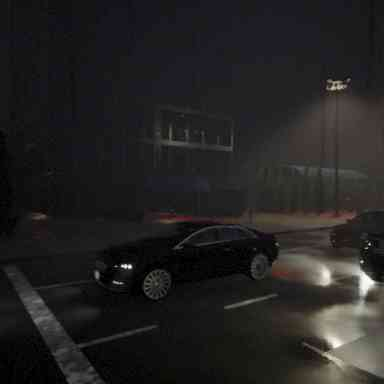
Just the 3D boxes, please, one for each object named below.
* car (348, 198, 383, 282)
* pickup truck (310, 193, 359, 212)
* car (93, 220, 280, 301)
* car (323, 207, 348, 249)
[{"bbox_3d":[6.690,1.246,8.681,5.566,2.045,2.150,0,0,-35],"label":"car"},{"bbox_3d":[14.956,1.132,34.658,6.274,2.098,2.390,0,0,-5],"label":"pickup truck"},{"bbox_3d":[0.054,1.502,8.393,4.902,1.511,2.128,0,0,-33],"label":"car"},{"bbox_3d":[7.712,1.510,13.674,5.008,1.535,1.882,0,0,-35],"label":"car"}]
